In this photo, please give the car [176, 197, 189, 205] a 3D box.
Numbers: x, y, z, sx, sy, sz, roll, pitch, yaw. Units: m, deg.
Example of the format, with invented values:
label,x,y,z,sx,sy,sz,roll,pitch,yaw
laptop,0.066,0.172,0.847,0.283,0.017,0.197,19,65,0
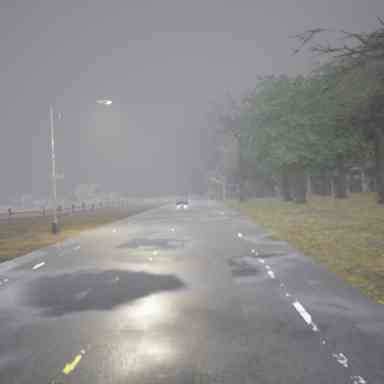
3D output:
label,x,y,z,sx,sy,sz,roll,pitch,yaw
car,-1.637,1.533,56.926,1.994,1.385,4.181,-2,0,2
